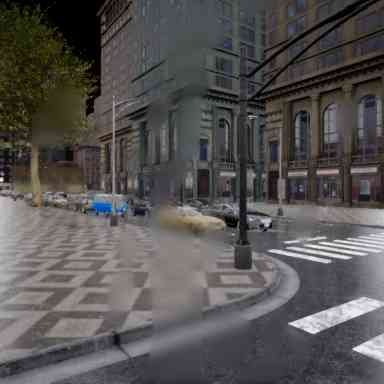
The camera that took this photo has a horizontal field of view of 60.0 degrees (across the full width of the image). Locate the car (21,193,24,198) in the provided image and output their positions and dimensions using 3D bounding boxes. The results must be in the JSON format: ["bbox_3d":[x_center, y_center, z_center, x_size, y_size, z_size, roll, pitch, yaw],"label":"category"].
[{"bbox_3d":[-26.184,0.830,54.666,2.008,1.369,4.403,1,0,-35],"label":"car"}]

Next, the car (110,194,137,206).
[{"bbox_3d":[-9.502,1.074,45.826,2.008,1.369,4.403,1,0,-35],"label":"car"}]

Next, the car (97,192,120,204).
[{"bbox_3d":[-12.741,0.881,50.414,1.967,1.590,4.097,1,0,-35],"label":"car"}]

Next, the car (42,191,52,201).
[{"bbox_3d":[-19.702,0.992,45.490,2.008,1.369,4.403,1,0,-35],"label":"car"}]

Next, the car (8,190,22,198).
[{"bbox_3d":[-35.905,0.483,68.429,1.967,1.590,4.097,1,0,-35],"label":"car"}]

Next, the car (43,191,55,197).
[{"bbox_3d":[-35.429,0.471,82.526,1.802,1.307,4.206,1,0,-35],"label":"car"}]

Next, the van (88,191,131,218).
[{"bbox_3d":[-6.735,1.091,27.133,1.690,1.788,3.998,1,0,-35],"label":"van"}]

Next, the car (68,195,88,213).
[{"bbox_3d":[-9.978,1.230,31.722,2.008,1.369,4.403,1,0,-35],"label":"car"}]

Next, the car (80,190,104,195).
[{"bbox_3d":[-10.039,0.851,36.426,2.150,2.045,5.566,0,0,-35],"label":"car"}]

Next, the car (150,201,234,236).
[{"bbox_3d":[-0.155,1.398,17.813,1.752,1.417,4.829,1,0,-35],"label":"car"}]

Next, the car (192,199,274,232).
[{"bbox_3d":[2.387,1.370,18.808,2.128,1.511,4.902,0,1,-35],"label":"car"}]

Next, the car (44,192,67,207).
[{"bbox_3d":[-16.363,1.051,40.763,1.752,1.417,4.829,1,0,-35],"label":"car"}]

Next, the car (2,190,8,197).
[{"bbox_3d":[-42.388,0.330,77.605,1.967,1.590,4.097,1,0,-35],"label":"car"}]

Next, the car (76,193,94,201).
[{"bbox_3d":[-19.225,0.861,59.589,1.802,1.307,4.206,1,0,-35],"label":"car"}]

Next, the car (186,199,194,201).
[{"bbox_3d":[0.221,1.315,32.060,1.947,1.339,4.313,1,0,-35],"label":"car"}]

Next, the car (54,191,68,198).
[{"bbox_3d":[-28.947,0.587,73.351,1.887,1.381,4.507,1,0,-35],"label":"car"}]

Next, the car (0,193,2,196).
[{"bbox_3d":[-45.629,0.254,82.194,1.967,1.590,4.097,1,0,-35],"label":"car"}]

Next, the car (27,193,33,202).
[{"bbox_3d":[-22.943,0.911,50.078,2.008,1.369,4.403,1,0,-35],"label":"car"}]

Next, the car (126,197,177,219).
[{"bbox_3d":[-3.333,1.338,26.917,1.994,1.385,4.181,0,1,-35],"label":"car"}]

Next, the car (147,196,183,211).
[{"bbox_3d":[-3.018,1.224,36.647,1.887,1.381,4.507,1,0,-35],"label":"car"}]
